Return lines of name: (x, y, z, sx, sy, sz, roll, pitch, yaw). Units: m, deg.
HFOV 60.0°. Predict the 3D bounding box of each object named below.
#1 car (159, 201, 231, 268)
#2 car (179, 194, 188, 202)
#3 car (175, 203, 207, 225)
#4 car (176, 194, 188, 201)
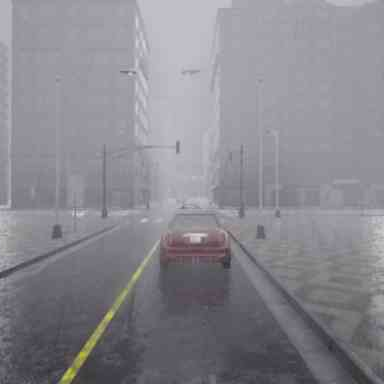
car: (0.098, 1.364, 11.491, 2.097, 1.767, 4.553, 0, 0, 0)
car: (-2.194, 1.444, 85.784, 2.150, 2.045, 5.566, 0, 0, 0)
car: (-0.193, 1.586, 24.883, 1.994, 1.385, 4.181, 0, 0, -5)
car: (-2.249, 1.681, 69.391, 2.128, 1.511, 4.902, 0, 0, 0)
